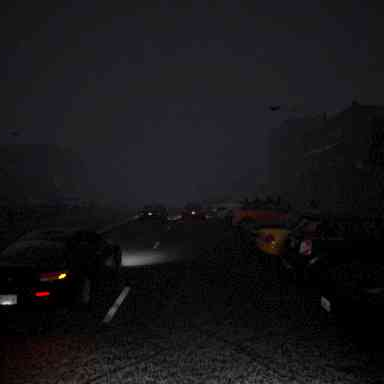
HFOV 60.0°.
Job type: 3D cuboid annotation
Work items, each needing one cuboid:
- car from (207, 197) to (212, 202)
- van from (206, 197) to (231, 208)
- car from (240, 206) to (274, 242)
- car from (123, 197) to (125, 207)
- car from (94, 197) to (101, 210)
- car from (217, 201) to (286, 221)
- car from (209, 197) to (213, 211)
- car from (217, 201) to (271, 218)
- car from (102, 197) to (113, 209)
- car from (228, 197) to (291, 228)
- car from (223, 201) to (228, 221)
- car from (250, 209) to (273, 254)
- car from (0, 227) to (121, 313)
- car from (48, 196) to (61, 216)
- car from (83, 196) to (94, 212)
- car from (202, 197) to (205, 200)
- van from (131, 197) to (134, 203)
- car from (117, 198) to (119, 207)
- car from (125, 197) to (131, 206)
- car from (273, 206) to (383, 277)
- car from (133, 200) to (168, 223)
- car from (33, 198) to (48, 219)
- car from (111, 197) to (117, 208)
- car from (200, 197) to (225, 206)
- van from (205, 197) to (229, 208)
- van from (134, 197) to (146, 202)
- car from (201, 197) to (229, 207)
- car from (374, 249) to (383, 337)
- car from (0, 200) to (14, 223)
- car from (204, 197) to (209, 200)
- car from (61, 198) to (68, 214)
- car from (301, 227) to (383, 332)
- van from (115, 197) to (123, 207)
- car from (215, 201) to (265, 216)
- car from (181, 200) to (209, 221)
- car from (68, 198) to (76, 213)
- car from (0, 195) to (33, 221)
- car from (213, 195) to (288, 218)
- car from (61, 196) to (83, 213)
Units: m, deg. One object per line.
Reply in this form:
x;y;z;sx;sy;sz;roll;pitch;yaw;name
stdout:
4.721;1.767;41.687;5.008;1.535;2.097;0;-1;0;car
4.836;1.929;61.268;4.442;1.987;1.878;0;-1;0;van
4.718;1.487;13.919;4.892;1.521;2.231;0;0;0;car
-15.828;2.079;63.995;4.553;1.767;2.185;0;-1;0;car
-15.734;1.587;44.695;5.566;2.045;2.435;0;-1;0;car
4.899;1.543;27.930;5.366;1.575;1.946;0;-1;0;car
4.900;1.657;36.132;5.366;1.575;1.946;0;-1;0;car
4.711;1.617;30.703;4.674;1.452;2.002;0;-1;0;car
-15.963;2.000;52.961;5.366;1.575;1.946;0;-1;0;car
4.681;1.369;19.600;4.553;1.767;2.185;0;0;0;car
4.711;1.545;22.377;4.674;1.452;2.002;0;0;0;car
4.897;1.480;11.139;5.366;1.575;1.946;0;0;0;car
-2.898;1.527;7.541;1.812;1.442;4.674;0;0;0;car
-15.710;1.342;30.916;5.566;2.045;2.435;0;-1;0;car
-15.786;1.531;41.938;5.566;2.045;2.435;0;-1;0;car
4.532;2.047;55.582;5.366;1.575;1.946;0;-1;0;car
-15.933;2.155;75.030;4.442;1.987;1.878;0;-1;0;van
-15.785;2.147;58.476;4.674;1.452;2.002;0;-1;0;car
-15.774;2.000;66.756;5.566;2.045;2.435;0;-1;0;car
4.683;1.356;8.478;4.553;1.767;2.185;0;0;0;car
-2.897;1.592;25.555;2.033;1.411;5.357;0;-1;0;car
-15.705;1.308;28.163;5.566;2.045;2.435;0;0;0;car
-15.968;2.053;55.721;5.366;1.575;1.946;0;-1;0;car
4.787;2.169;77.940;5.566;2.045;2.435;0;-1;0;car
4.841;1.976;63.922;4.442;1.987;1.878;0;-1;0;van
-15.729;2.369;91.574;4.442;1.987;1.878;0;-1;0;van
4.763;2.045;69.604;5.566;2.045;2.435;0;-1;0;car
4.716;1.479;2.928;5.008;1.535;2.097;0;0;0;car
-15.538;1.513;22.652;5.366;1.575;1.946;0;0;0;car
4.711;1.942;50.149;5.008;1.535;2.097;0;-1;0;car
-15.738;1.630;33.670;5.008;1.535;2.097;0;-1;0;car
4.681;1.510;5.706;4.792;1.488;2.163;0;0;0;car
-15.675;1.931;61.240;4.442;1.987;1.878;0;-1;0;van
4.717;1.653;33.361;4.674;1.452;2.002;0;-1;0;car
0.103;1.632;28.158;1.994;1.385;4.181;0;0;0;car
-15.777;1.707;36.421;4.792;1.488;2.163;0;-1;0;car
-15.700;1.285;25.406;5.566;2.045;2.435;0;0;0;car
4.685;1.270;25.154;5.566;2.045;2.435;0;-1;0;car
-15.784;1.602;39.181;4.553;1.767;2.185;0;-1;0;car
